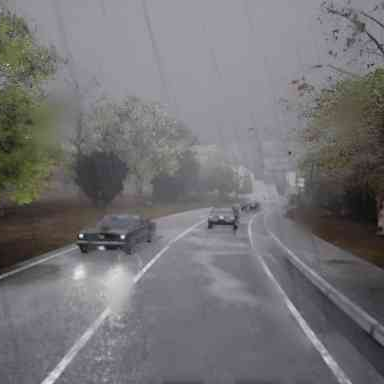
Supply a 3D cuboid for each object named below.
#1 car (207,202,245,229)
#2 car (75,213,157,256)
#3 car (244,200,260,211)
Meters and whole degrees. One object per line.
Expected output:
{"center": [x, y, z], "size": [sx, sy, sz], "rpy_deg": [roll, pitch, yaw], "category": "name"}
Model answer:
{"center": [2.166, 1.546, 21.854], "size": [2.033, 1.411, 5.357], "rpy_deg": [1, 0, 10], "category": "car"}
{"center": [-2.768, 1.555, 13.197], "size": [1.895, 1.301, 4.718], "rpy_deg": [1, 0, 6], "category": "car"}
{"center": [7.512, 1.653, 42.320], "size": [1.895, 1.301, 4.718], "rpy_deg": [2, 0, 18], "category": "car"}
